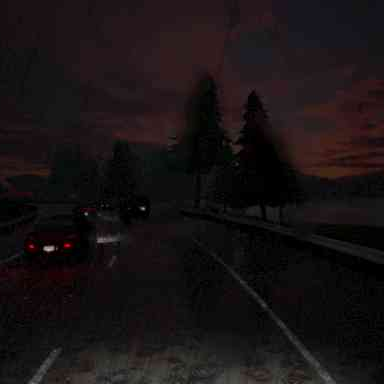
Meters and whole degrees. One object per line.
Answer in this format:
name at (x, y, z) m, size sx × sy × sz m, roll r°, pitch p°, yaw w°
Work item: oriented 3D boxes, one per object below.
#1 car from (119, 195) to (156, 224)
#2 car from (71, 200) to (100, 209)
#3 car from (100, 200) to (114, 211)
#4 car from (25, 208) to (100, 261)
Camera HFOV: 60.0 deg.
car at (-4.185, 1.266, 25.150) m, size 2.150 × 2.045 × 5.566 m, roll 0°, pitch -1°, yaw -18°
car at (-9.641, 1.568, 29.736) m, size 1.837 × 1.490 × 4.892 m, roll 0°, pitch 0°, yaw -22°
car at (-11.061, 1.631, 40.827) m, size 2.033 × 1.411 × 5.357 m, roll 0°, pitch 0°, yaw -29°
car at (-4.713, 1.553, 12.369) m, size 1.812 × 1.442 × 4.674 m, roll 0°, pitch 0°, yaw -9°
